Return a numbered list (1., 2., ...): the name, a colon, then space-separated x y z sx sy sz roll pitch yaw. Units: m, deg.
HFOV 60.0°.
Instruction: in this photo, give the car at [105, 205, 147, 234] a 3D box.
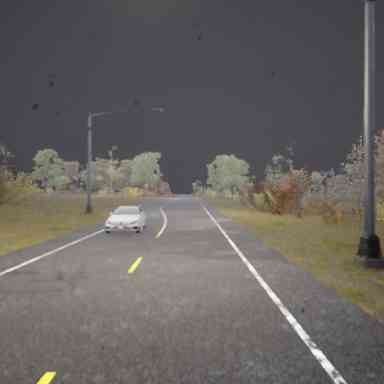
1. car: -3.718 1.533 19.412 1.812 1.442 4.674 0 0 -1
